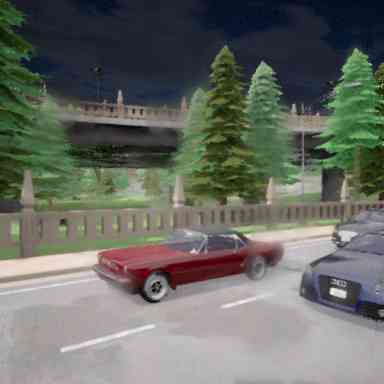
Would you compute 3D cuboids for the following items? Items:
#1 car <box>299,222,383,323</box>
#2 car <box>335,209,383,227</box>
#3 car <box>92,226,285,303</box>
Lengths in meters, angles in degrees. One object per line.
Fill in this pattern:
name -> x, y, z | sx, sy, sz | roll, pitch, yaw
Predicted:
car -> 4.141, 1.537, 6.834 | 4.181, 1.385, 1.994 | 0, 0, -35
car -> 7.670, 1.439, 13.337 | 4.902, 1.511, 2.128 | 0, 0, -32
car -> 0.058, 1.582, 8.277 | 4.718, 1.301, 1.895 | 0, 0, -35
